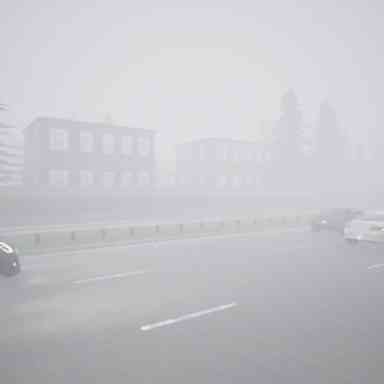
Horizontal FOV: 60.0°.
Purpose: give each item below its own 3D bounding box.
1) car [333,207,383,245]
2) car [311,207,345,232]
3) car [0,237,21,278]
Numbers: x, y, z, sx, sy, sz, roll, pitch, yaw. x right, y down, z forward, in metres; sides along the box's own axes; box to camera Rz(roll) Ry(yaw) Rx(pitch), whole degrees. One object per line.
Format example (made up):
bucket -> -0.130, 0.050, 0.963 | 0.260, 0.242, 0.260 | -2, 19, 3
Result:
car -> 8.163, 1.478, 13.874 | 4.674, 1.442, 1.812 | 0, 0, -36
car -> 8.461, 1.507, 18.367 | 4.181, 1.385, 1.994 | 0, 0, -35
car -> -6.540, 1.356, 7.680 | 4.553, 1.767, 2.097 | 0, 0, -35
